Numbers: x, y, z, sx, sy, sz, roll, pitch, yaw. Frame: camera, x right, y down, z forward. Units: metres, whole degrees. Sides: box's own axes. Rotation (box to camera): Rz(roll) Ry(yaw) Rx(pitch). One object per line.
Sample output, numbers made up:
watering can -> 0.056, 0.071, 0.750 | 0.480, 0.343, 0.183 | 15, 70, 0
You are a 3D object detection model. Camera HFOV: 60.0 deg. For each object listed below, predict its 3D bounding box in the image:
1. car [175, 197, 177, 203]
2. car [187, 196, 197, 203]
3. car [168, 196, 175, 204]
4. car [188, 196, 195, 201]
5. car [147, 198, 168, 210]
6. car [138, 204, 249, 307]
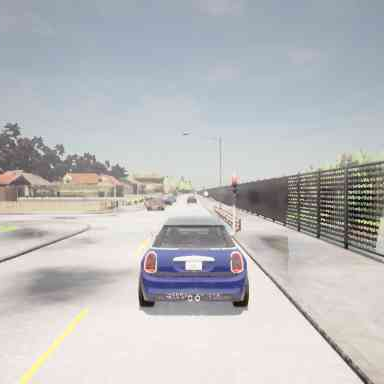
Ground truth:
car -> -4.126, 1.526, 68.696 | 1.812, 1.442, 4.674 | 0, 0, 0
car -> -0.035, 1.525, 67.175 | 1.812, 1.442, 4.674 | 0, 0, 0
car -> -4.191, 1.600, 54.027 | 1.895, 1.301, 4.718 | 0, 0, 0
car -> -0.162, 1.595, 86.667 | 1.895, 1.301, 4.718 | 0, 0, 0
car -> -4.171, 1.525, 39.299 | 1.812, 1.442, 4.674 | 0, 0, 0
car -> 0.038, 1.352, 8.138 | 2.097, 1.767, 4.553 | 0, 0, 0
